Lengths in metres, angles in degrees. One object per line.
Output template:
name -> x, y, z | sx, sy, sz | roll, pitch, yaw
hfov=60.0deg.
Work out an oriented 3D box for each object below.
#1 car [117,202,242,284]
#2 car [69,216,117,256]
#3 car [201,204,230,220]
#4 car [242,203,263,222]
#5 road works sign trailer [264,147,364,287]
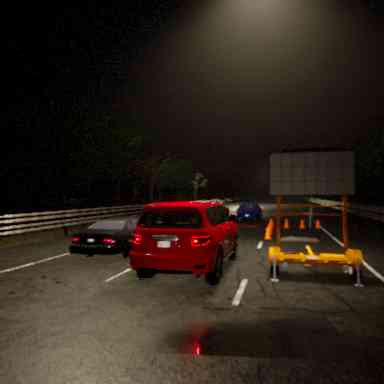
car -> 0.053, 1.302, 10.153 | 2.150, 2.045, 5.566 | 0, -1, 15
car -> -2.682, 1.665, 13.407 | 2.033, 1.411, 5.357 | 0, 0, 15
car -> 2.348, 1.841, 32.127 | 1.895, 1.301, 4.718 | 0, 0, 15
car -> 4.922, 1.678, 28.220 | 1.882, 1.535, 5.008 | 0, 0, 15
road works sign trailer -> 3.469, 0.528, 9.736 | 2.380, 3.560, 2.880 | 0, 0, 15
